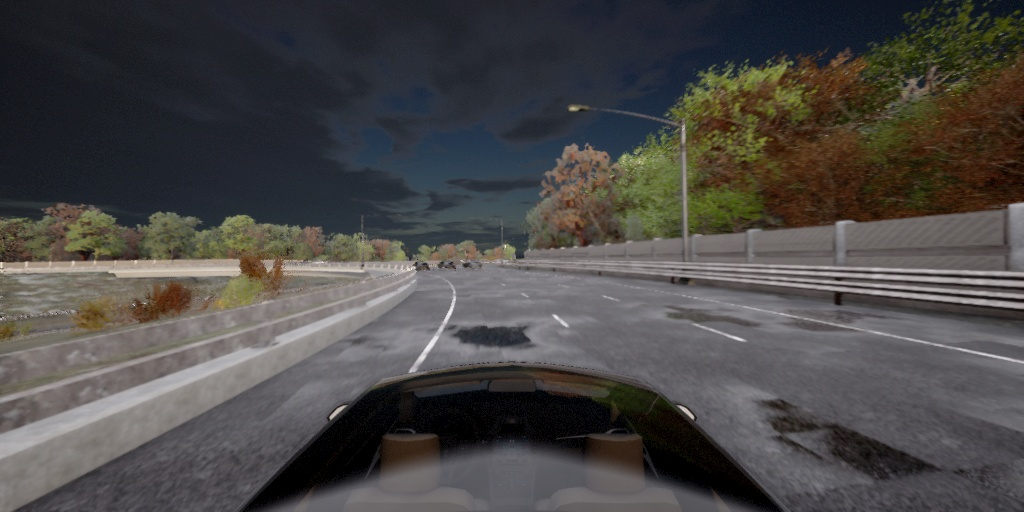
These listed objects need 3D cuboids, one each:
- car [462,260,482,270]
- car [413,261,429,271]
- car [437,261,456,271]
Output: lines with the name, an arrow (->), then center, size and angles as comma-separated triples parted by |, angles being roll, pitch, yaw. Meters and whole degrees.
car -> -6.255, 1.365, 55.661 | 2.128, 1.511, 4.902 | -1, 0, -28
car -> -14.284, 1.540, 55.727 | 1.837, 1.490, 4.892 | 0, 0, -30
car -> -10.249, 1.459, 55.693 | 1.837, 1.490, 4.892 | 0, 0, -29
